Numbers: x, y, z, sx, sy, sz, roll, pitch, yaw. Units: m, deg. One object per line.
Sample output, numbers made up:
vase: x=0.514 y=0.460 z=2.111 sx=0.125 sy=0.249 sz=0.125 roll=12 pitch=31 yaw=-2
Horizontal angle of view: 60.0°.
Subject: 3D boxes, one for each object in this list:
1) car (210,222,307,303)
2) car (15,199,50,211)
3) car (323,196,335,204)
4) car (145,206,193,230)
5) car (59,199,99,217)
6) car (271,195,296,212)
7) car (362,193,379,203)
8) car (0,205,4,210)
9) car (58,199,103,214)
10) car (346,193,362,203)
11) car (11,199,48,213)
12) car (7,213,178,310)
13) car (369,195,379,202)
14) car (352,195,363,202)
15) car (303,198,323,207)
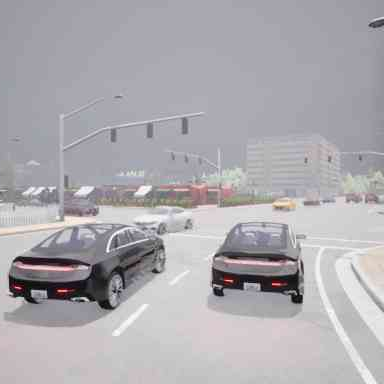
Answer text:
car: x=1.770 y=1.494 z=8.313 sx=2.128 sy=1.511 sz=4.902 roll=0 pitch=0 yaw=17
car: x=-20.422 y=1.593 z=42.434 sx=4.674 sy=1.442 sz=1.812 roll=0 pitch=0 yaw=32
car: x=27.055 y=1.561 z=65.765 sx=2.033 sy=1.411 sz=5.357 roll=0 pitch=0 yaw=32
car: x=-1.560 y=1.538 z=19.012 sx=1.812 sy=1.442 sz=4.674 roll=0 pitch=0 yaw=29
car: x=-11.048 y=1.629 z=32.429 sx=4.181 sy=1.385 sz=1.994 roll=0 pitch=0 yaw=32
car: x=10.940 y=1.493 z=39.437 sx=1.882 sy=1.535 sz=5.008 roll=0 pitch=0 yaw=29
car: x=36.819 y=1.248 z=68.285 sx=2.150 sy=2.045 sz=5.566 roll=0 pitch=0 yaw=32
car: x=-25.962 y=1.289 z=41.762 sx=5.566 sy=2.045 sz=2.150 roll=0 pitch=0 yaw=32
car: x=-12.615 y=1.557 z=37.553 sx=4.902 sy=1.511 sz=2.128 roll=0 pitch=0 yaw=32
car: x=34.030 y=1.248 z=70.431 sx=2.150 sy=2.045 sz=5.566 roll=0 pitch=0 yaw=32
car: x=-18.167 y=1.629 z=36.895 sx=4.181 sy=1.385 sz=1.994 roll=0 pitch=0 yaw=32
car: x=-2.048 y=1.494 z=7.930 sx=2.128 sy=1.511 sz=4.902 roll=0 pitch=0 yaw=12
car: x=42.360 y=1.550 z=77.304 sx=1.812 sy=1.442 sz=4.674 roll=0 pitch=0 yaw=32
car: x=39.596 y=1.566 z=79.492 sx=2.033 sy=1.411 sz=5.357 roll=0 pitch=0 yaw=32
car: x=18.954 y=1.617 z=52.752 sx=1.895 sy=1.301 sz=4.718 roll=0 pitch=0 yaw=32
